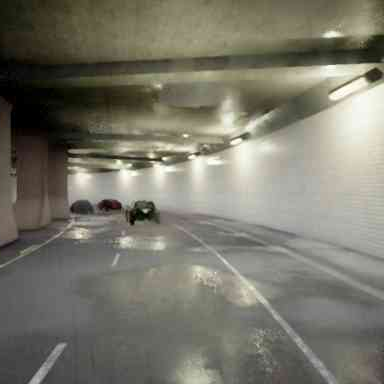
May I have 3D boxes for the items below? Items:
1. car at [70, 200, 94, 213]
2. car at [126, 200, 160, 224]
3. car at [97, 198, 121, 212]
[{"bbox_3d":[-12.323,1.577,37.198,1.812,1.442,4.674,0,0,-29],"label":"car"},{"bbox_3d":[-3.760,1.367,24.931,2.097,1.767,4.553,0,0,-16],"label":"car"},{"bbox_3d":[-10.056,1.519,40.141,1.882,1.535,5.008,0,0,-30],"label":"car"}]
